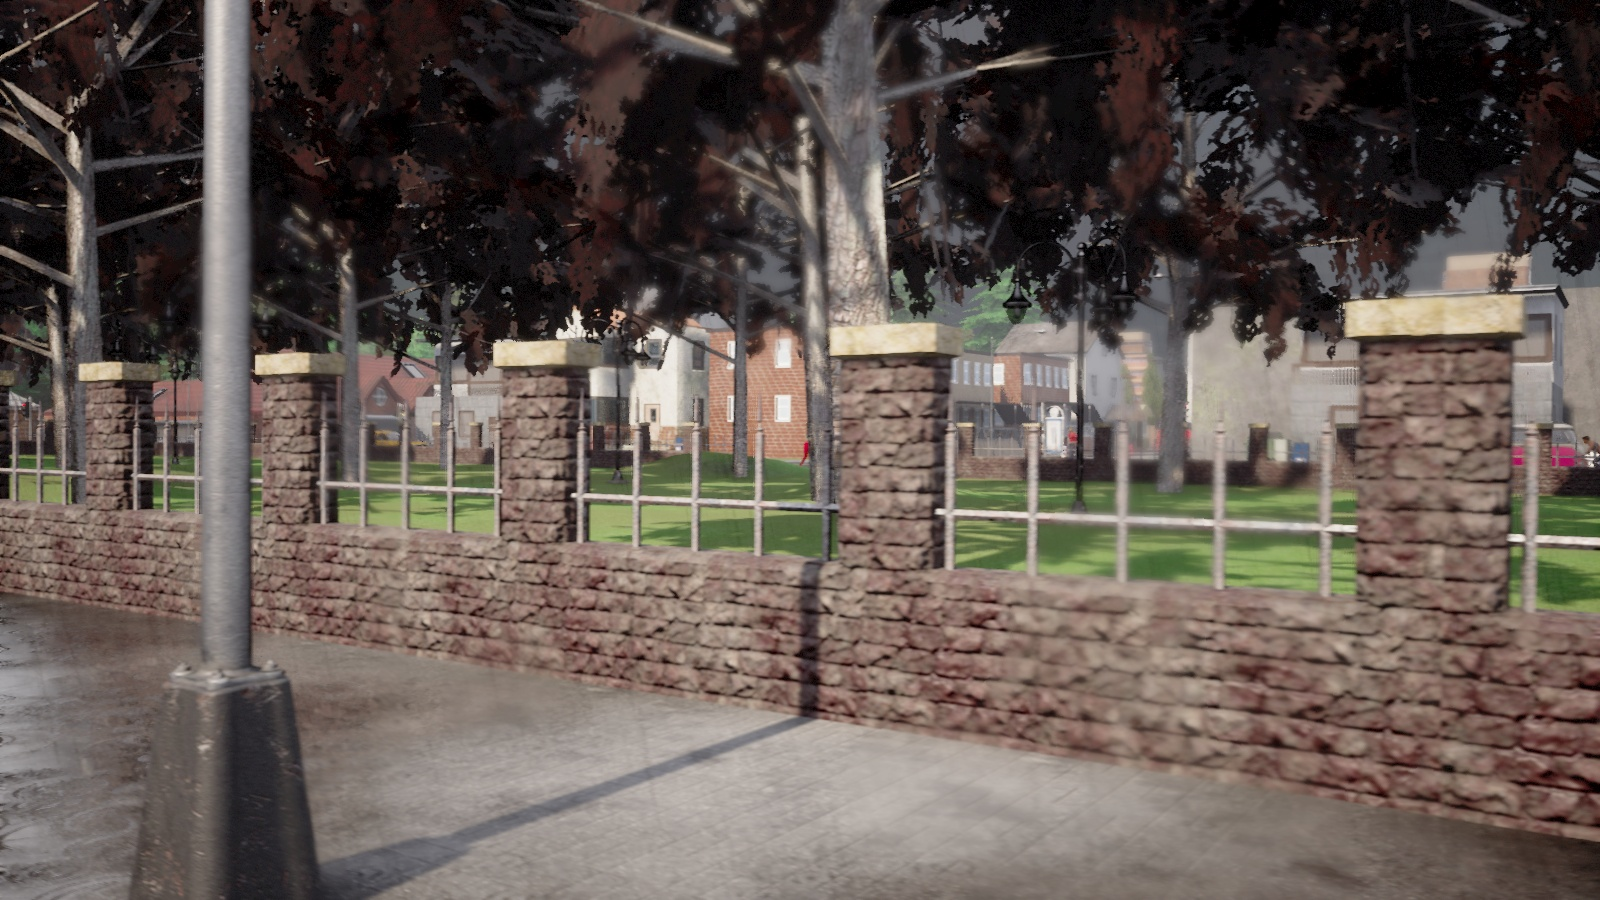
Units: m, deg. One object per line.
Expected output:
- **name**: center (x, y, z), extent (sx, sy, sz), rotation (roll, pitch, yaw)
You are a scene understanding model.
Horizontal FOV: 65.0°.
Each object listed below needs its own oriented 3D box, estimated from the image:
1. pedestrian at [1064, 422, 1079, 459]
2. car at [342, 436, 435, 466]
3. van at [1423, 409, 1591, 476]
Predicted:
- **pedestrian**: center (13.552, -0.495, 62.767), extent (0.636, 1.846, 0.331), rotation (-1, 1, -24)
- **car**: center (-22.583, 0.041, 68.817), extent (5.366, 1.575, 1.801), rotation (0, 1, 32)
- **van**: center (22.003, -0.244, 39.148), extent (4.442, 1.987, 1.775), rotation (0, 1, 34)
